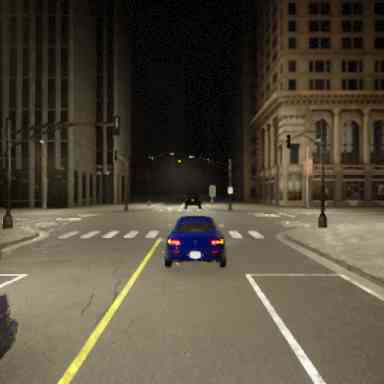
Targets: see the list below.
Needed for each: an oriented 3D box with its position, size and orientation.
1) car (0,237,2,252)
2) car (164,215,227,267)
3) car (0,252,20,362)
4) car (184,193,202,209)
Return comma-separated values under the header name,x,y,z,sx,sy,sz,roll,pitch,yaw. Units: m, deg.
name,x,y,z,sx,sy,sz,roll,pitch,yaw
car,-5.853,1.302,6.535,2.192,1.841,5.009,0,0,0
car,0.124,1.505,11.168,1.812,1.442,4.674,0,0,1
car,-3.068,1.544,1.771,2.033,1.411,5.357,0,0,0
car,0.133,1.175,44.805,2.150,2.045,5.566,0,-1,0
